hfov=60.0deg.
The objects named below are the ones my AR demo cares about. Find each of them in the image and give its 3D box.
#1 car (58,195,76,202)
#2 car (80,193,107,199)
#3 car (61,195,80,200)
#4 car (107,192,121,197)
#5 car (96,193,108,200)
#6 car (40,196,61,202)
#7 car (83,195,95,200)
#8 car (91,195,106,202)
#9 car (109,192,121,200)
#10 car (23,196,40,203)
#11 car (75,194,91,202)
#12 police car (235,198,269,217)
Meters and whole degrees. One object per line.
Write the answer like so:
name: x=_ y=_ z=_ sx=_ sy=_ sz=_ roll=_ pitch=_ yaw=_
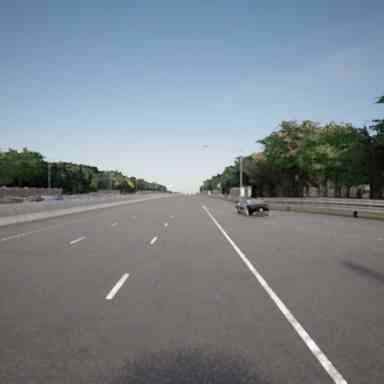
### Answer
car: x=-27.998 y=1.448 z=74.547 sx=2.128 sy=1.511 sz=4.902 roll=0 pitch=0 yaw=0
car: x=-17.520 y=1.154 z=59.510 sx=2.150 sy=2.045 sz=5.566 roll=0 pitch=0 yaw=0
car: x=-21.019 y=1.437 z=59.473 sx=1.837 sy=1.490 sz=4.892 roll=0 pitch=0 yaw=0
car: x=-17.497 y=1.401 z=75.201 sx=1.882 sy=1.535 sz=5.008 roll=0 pitch=0 yaw=0
car: x=-24.497 y=1.273 z=90.724 sx=2.097 sy=1.767 sz=4.553 roll=0 pitch=0 yaw=0
car: x=-24.514 y=1.411 z=59.323 sx=1.882 sy=1.535 sz=5.008 roll=0 pitch=0 yaw=0
car: x=-27.997 y=1.436 z=90.316 sx=1.812 sy=1.442 sz=4.674 roll=0 pitch=0 yaw=0
car: x=-20.998 y=1.401 z=75.090 sx=1.882 sy=1.535 sz=5.008 roll=0 pitch=0 yaw=0
car: x=-20.997 y=1.143 z=90.859 sx=2.150 sy=2.045 sz=5.566 roll=0 pitch=0 yaw=0
car: x=-28.013 y=1.436 z=58.943 sx=1.837 sy=1.490 sz=4.892 roll=0 pitch=0 yaw=0
car: x=-24.498 y=1.278 z=74.892 sx=2.097 sy=1.767 sz=4.553 roll=0 pitch=0 yaw=0
police car: x=5.521 y=1.357 z=31.439 sx=1.930 sy=1.638 sz=5.238 roll=-2 pitch=0 yaw=-11
